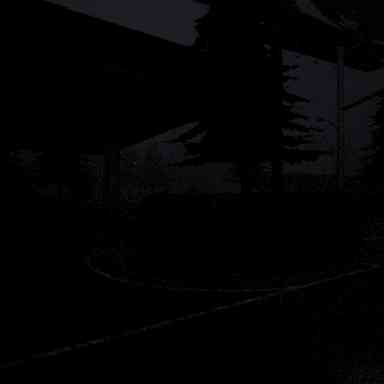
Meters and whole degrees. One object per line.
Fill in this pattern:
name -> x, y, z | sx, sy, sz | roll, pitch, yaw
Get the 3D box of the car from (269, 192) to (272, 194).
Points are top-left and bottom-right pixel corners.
car -> 6.216, 1.050, 28.679 | 2.150, 2.045, 5.566 | 0, 1, -34

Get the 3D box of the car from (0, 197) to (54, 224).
car -> -11.987, 1.313, 23.469 | 3.866, 1.878, 1.905 | 0, 0, -36
